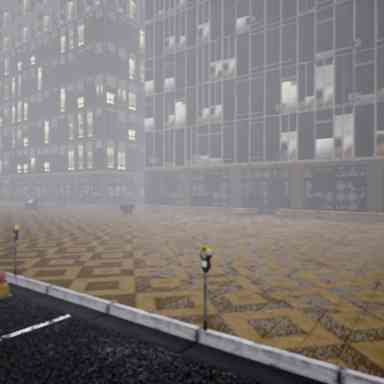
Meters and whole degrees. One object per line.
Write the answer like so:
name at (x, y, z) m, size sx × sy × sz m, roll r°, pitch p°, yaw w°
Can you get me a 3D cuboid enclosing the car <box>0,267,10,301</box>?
car at (-5.613, 1.520, 6.846) m, size 4.829 × 1.417 × 1.752 m, roll 0°, pitch 0°, yaw 35°
